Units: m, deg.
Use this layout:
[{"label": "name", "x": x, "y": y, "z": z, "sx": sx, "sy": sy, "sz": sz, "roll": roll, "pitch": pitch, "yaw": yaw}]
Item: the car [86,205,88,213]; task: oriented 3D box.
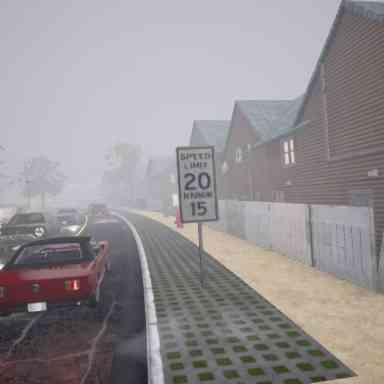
[{"label": "car", "x": -13.905, "y": 2.200, "z": 46.908, "sx": 1.812, "sy": 1.442, "sz": 4.674, "roll": -3, "pitch": 0, "yaw": -23}]

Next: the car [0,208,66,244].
[{"label": "car", "x": -7.547, "y": 1.716, "z": 15.548, "sx": 2.097, "sy": 1.767, "sz": 4.553, "roll": -3, "pitch": 0, "yaw": -12}]

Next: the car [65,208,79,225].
[{"label": "car", "x": -10.873, "y": 2.086, "z": 28.953, "sx": 2.033, "sy": 1.411, "sz": 5.357, "roll": -3, "pitch": 0, "yaw": -16}]

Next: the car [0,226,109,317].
[{"label": "car", "x": -3.040, "y": 1.707, "z": 7.891, "sx": 1.895, "sy": 1.301, "sz": 4.718, "roll": -3, "pitch": 0, "yaw": -10}]

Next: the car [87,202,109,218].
[{"label": "car", "x": -10.363, "y": 2.006, "z": 37.107, "sx": 1.837, "sy": 1.490, "sz": 4.892, "roll": -3, "pitch": 0, "yaw": -18}]
